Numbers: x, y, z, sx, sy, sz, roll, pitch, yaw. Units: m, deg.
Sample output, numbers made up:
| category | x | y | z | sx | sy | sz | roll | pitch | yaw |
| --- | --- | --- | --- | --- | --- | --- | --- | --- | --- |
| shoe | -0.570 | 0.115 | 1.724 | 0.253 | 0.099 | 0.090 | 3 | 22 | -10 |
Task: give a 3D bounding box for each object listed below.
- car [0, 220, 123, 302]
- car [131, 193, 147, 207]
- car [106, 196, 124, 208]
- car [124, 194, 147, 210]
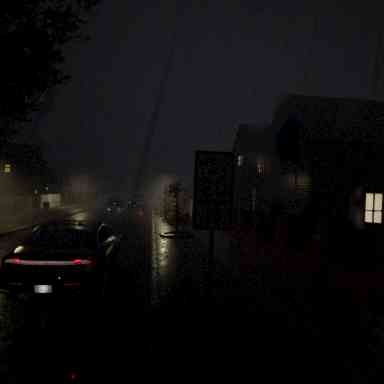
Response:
| category | x | y | z | sx | sy | sz | roll | pitch | yaw |
| --- | --- | --- | --- | --- | --- | --- | --- | --- | --- |
| car | -2.825 | 1.427 | 8.093 | 2.128 | 1.511 | 4.902 | 2 | 0 | -7 |
| car | -7.648 | 1.103 | 48.608 | 2.097 | 1.767 | 4.553 | 2 | 0 | -7 |
| car | -9.728 | 1.229 | 42.724 | 1.994 | 1.385 | 4.181 | 2 | 0 | -7 |
| car | -6.440 | 1.312 | 38.885 | 1.812 | 1.442 | 4.674 | 2 | 0 | -6 |
